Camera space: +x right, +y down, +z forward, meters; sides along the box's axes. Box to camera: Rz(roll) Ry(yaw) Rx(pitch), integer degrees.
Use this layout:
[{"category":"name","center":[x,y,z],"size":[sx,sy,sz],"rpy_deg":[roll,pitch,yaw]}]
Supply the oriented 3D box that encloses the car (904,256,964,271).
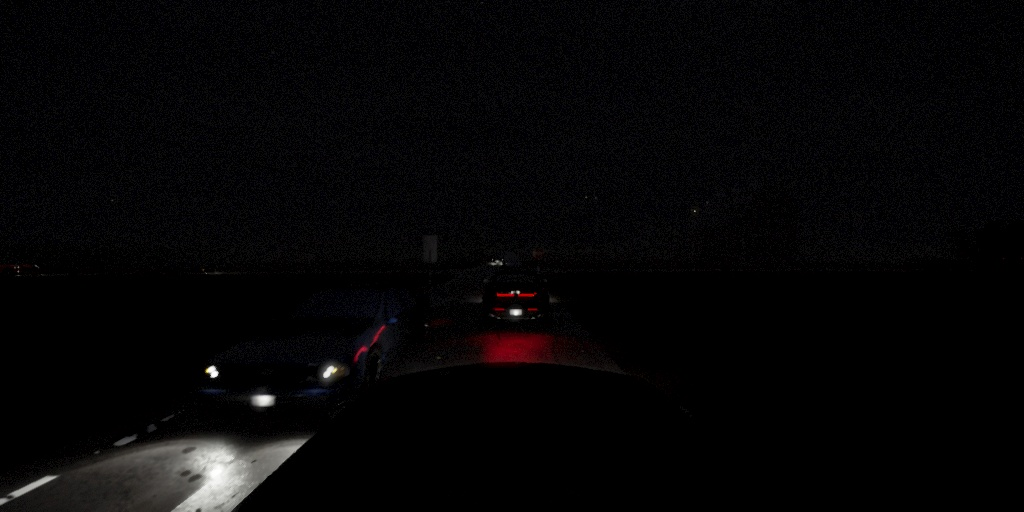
[{"category":"car","center":[43.785,0.736,37.185],"size":[4.902,1.511,2.128],"rpy_deg":[0,0,1]}]

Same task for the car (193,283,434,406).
[{"category":"car","center":[-2.840,1.236,6.757],"size":[2.033,1.411,5.357],"rpy_deg":[0,1,0]}]

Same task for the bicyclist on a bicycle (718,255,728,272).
[{"category":"bicyclist on a bicycle","center":[20.013,0.712,34.020],"size":[0.582,1.620,1.656],"rpy_deg":[0,1,0]}]

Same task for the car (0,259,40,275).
[{"category":"car","center":[-51.843,1.135,36.921],"size":[4.553,1.767,2.097],"rpy_deg":[-1,0,0]}]

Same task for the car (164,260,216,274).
[{"category":"car","center":[-33.064,1.106,36.889],"size":[4.181,1.385,1.994],"rpy_deg":[-1,0,0]}]

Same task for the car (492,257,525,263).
[{"category":"car","center":[0.124,0.994,22.547],"size":[2.128,1.511,4.902],"rpy_deg":[0,1,0]}]

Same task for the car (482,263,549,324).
[{"category":"car","center":[0.110,1.138,11.461],"size":[1.837,1.490,4.892],"rpy_deg":[0,1,0]}]
